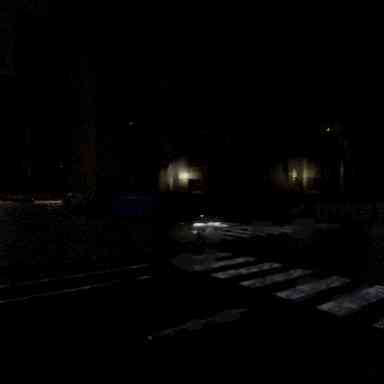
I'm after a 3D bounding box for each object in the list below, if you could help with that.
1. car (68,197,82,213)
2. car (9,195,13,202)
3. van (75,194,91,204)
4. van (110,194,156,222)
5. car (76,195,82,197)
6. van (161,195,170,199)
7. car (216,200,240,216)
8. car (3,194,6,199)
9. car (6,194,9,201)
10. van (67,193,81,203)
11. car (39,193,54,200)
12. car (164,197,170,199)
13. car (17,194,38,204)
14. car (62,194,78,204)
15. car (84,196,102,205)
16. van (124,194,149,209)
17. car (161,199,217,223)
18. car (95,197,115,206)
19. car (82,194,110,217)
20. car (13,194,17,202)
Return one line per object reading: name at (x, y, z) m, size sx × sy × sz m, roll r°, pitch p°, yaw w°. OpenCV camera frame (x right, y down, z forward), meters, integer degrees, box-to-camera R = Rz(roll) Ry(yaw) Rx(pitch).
car at (-11.060, 1.475, 34.573) m, size 1.802 × 1.307 × 4.206 m, roll 0°, pitch 0°, yaw -36°
car at (-37.342, 1.416, 71.406) m, size 1.752 × 1.417 × 4.829 m, roll 0°, pitch 0°, yaw -36°
van at (-20.611, 1.200, 62.634) m, size 1.690 × 1.788 × 3.998 m, roll 0°, pitch 0°, yaw -36°
van at (-4.465, 1.242, 25.330) m, size 1.690 × 1.788 × 3.998 m, roll 0°, pitch 0°, yaw -36°
car at (-12.121, 1.428, 40.651) m, size 2.033 × 1.411 × 5.357 m, roll 0°, pitch 0°, yaw -36°
van at (-4.122, 1.204, 39.526) m, size 1.690 × 1.788 × 3.998 m, roll 0°, pitch 0°, yaw -36°
car at (2.474, 1.421, 30.283) m, size 2.008 × 1.369 × 4.403 m, roll 0°, pitch 0°, yaw -36°
car at (-43.937, 1.416, 80.649) m, size 1.752 × 1.417 × 4.829 m, roll 0°, pitch 0°, yaw -36°
car at (-40.738, 1.457, 76.167) m, size 1.947 × 1.339 × 4.313 m, roll 0°, pitch 0°, yaw -36°
van at (-23.908, 1.200, 67.255) m, size 1.690 × 1.788 × 3.998 m, roll 0°, pitch 0°, yaw -36°
car at (-37.099, 1.175, 85.741) m, size 2.192 × 1.841 × 5.009 m, roll 0°, pitch 0°, yaw -36°
car at (-0.823, 1.448, 34.905) m, size 1.802 × 1.307 × 4.206 m, roll 0°, pitch 0°, yaw -36°
car at (-30.846, 1.441, 62.302) m, size 2.008 × 1.369 × 4.403 m, roll 0°, pitch 0°, yaw -36°
car at (-21.465, 1.416, 59.077) m, size 2.033 × 1.411 × 5.357 m, roll 0°, pitch 0°, yaw -36°
car at (-17.312, 1.441, 58.012) m, size 1.802 × 1.307 × 4.206 m, roll 0°, pitch 0°, yaw -36°
van at (-7.419, 1.201, 44.147) m, size 1.690 × 1.788 × 3.998 m, roll 0°, pitch 0°, yaw -36°
car at (-0.478, 1.457, 24.330) m, size 1.994 × 1.385 × 4.181 m, roll 0°, pitch 0°, yaw -35°
car at (-14.014, 1.441, 53.390) m, size 1.802 × 1.307 × 4.206 m, roll 0°, pitch 0°, yaw -36°
car at (-7.762, 1.212, 29.951) m, size 2.192 × 1.841 × 5.009 m, roll 0°, pitch 0°, yaw -36°
car at (-34.143, 1.330, 66.923) m, size 1.967 × 1.590 × 4.097 m, roll 0°, pitch 0°, yaw -36°
